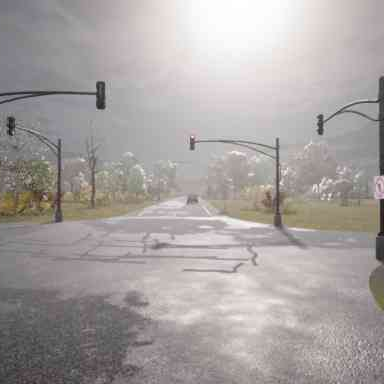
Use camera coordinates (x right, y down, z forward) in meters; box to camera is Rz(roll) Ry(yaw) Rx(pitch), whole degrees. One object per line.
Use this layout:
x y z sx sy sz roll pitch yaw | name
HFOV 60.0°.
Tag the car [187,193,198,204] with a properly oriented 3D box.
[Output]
0.105 1.299 67.702 2.150 2.045 5.566 0 0 0 | car
